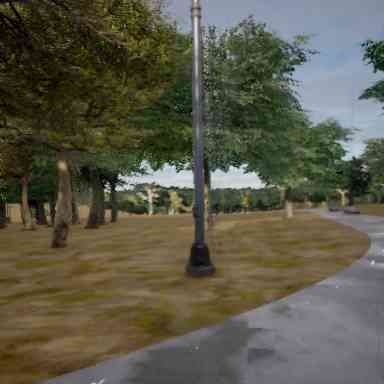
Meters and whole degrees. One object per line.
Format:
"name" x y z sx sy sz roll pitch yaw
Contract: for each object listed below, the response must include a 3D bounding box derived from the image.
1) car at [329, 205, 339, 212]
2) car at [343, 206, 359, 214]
"car" 33.495 3.913 78.630 2.128 1.511 4.902 -2 -3 16
"car" 27.215 3.116 56.928 1.994 1.385 4.181 -2 -3 16
